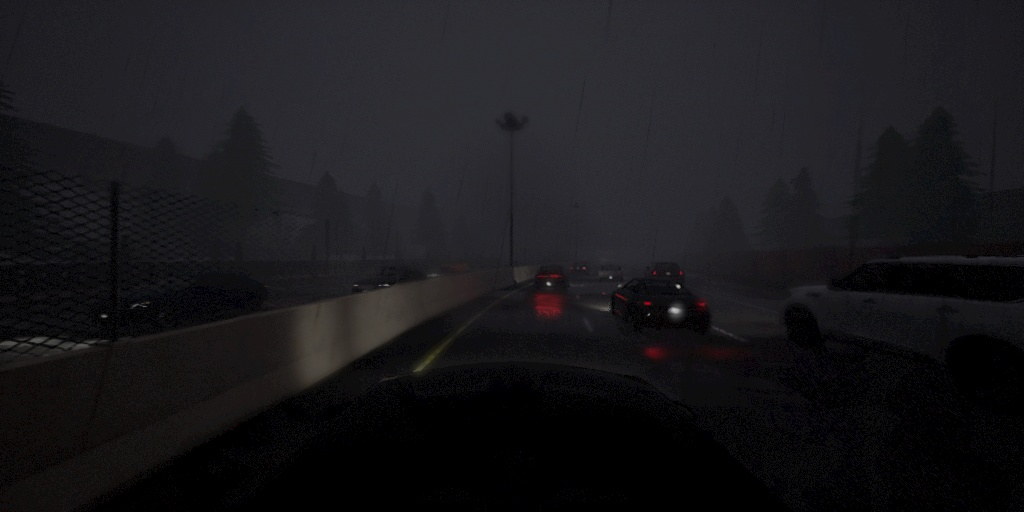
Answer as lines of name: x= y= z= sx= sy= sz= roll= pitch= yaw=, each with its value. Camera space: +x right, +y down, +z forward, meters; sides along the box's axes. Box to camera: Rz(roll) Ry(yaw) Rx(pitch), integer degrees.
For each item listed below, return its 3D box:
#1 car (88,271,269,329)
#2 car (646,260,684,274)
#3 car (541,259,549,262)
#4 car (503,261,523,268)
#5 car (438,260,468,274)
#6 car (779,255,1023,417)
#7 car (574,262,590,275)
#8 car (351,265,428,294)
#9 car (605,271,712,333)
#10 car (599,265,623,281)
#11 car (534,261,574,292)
car: x=-9.962 y=1.231 z=11.301 sx=1.812 sy=1.442 sz=4.674 roll=0 pitch=0 yaw=6
car: x=10.579 y=1.157 z=25.079 sx=2.097 sy=1.767 sz=4.553 roll=0 pitch=0 yaw=15
car: x=5.452 y=1.292 z=57.652 sx=1.837 sy=1.490 sz=4.892 roll=0 pitch=0 yaw=17
car: x=0.162 y=1.364 z=52.289 sx=1.895 sy=1.301 sz=4.718 roll=0 pitch=0 yaw=17
car: x=-6.762 y=1.205 z=41.450 sx=1.882 sy=1.535 sz=5.008 roll=0 pitch=0 yaw=17
car: x=7.300 y=1.007 z=6.101 sx=2.150 sy=2.045 sz=5.566 roll=0 pitch=0 yaw=3
car: x=7.680 y=1.343 z=40.210 sx=2.033 sy=1.411 sz=5.357 roll=0 pitch=0 yaw=17
car: x=-5.655 y=1.218 z=17.149 sx=2.128 sy=1.511 sz=4.902 roll=0 pitch=0 yaw=9
car: x=4.262 y=1.336 z=10.890 sx=1.994 sy=1.385 sz=4.181 roll=0 pitch=0 yaw=6
car: x=8.336 y=1.397 z=30.112 sx=1.895 sy=1.301 sz=4.718 roll=0 pitch=0 yaw=16
car: x=2.528 y=1.272 z=21.755 sx=1.837 sy=1.490 sz=4.892 roll=0 pitch=0 yaw=12
